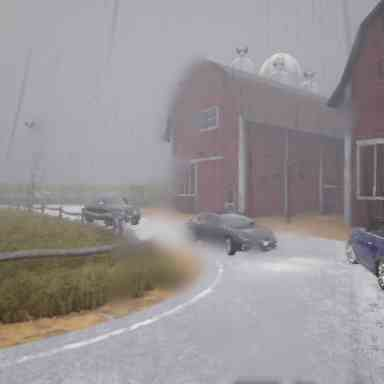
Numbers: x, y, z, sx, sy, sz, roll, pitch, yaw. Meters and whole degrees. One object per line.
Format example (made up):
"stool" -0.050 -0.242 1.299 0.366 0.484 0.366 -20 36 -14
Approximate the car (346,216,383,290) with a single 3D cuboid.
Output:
"car" 5.803 1.427 9.100 2.097 1.767 4.553 0 -1 13

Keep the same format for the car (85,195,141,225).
"car" -5.746 1.260 23.642 2.150 2.045 5.566 1 -1 -39

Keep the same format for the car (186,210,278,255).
"car" 1.456 1.568 13.796 1.837 1.490 4.892 1 0 -28
